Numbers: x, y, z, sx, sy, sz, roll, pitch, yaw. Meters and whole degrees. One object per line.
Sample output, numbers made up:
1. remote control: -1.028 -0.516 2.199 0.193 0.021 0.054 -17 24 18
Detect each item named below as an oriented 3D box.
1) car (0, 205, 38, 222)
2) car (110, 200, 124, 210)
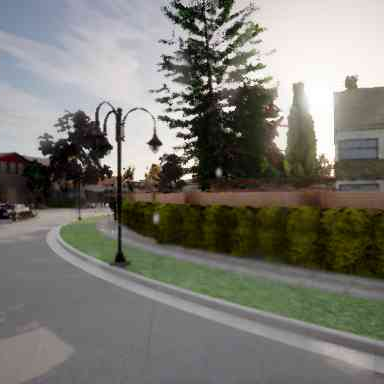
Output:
1. car: -15.116 1.781 28.294 2.033 1.411 5.357 0 -1 -2
2. car: -11.771 2.065 55.589 2.097 1.767 4.553 0 -1 21
